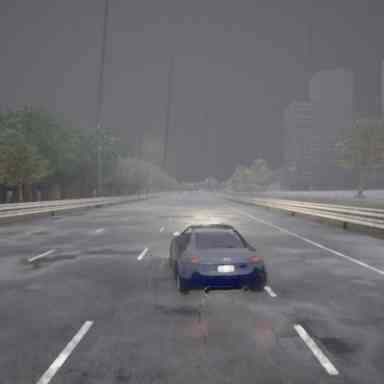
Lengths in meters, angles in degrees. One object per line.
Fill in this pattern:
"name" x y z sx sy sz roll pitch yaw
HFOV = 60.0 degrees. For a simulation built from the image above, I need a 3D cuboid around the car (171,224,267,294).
"car" 0.487 1.537 8.830 1.994 1.385 4.181 0 0 -6
